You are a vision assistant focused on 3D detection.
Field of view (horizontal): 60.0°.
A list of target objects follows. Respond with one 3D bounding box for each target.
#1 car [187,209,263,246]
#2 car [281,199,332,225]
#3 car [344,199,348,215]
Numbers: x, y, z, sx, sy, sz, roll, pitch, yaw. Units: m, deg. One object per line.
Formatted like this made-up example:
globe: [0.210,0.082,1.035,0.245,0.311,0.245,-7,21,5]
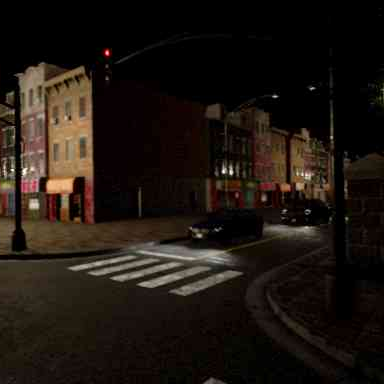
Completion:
car: [1.739,1.533,15.642,1.812,1.442,4.674,-1,-1,38]
car: [8.101,1.306,23.701,2.097,1.767,4.553,-1,0,38]
car: [14.523,1.371,31.786,1.882,1.535,5.008,-1,0,38]
